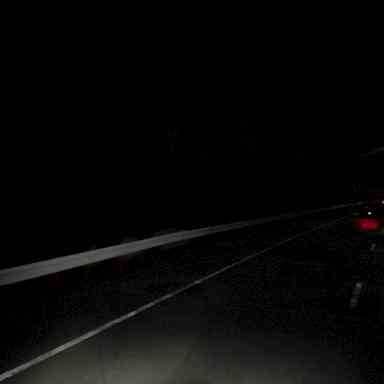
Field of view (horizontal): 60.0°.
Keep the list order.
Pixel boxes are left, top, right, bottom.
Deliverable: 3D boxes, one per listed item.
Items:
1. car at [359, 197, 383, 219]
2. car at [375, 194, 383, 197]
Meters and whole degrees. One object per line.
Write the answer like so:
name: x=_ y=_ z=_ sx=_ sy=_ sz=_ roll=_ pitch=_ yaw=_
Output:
car: x=16.120 y=1.505 z=29.556 sx=1.837 sy=1.490 sz=4.892 roll=0 pitch=0 yaw=35
car: x=22.194 y=1.221 z=38.079 sx=2.150 sy=2.045 sz=5.566 roll=0 pitch=0 yaw=36
